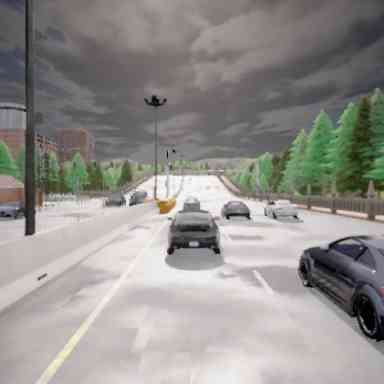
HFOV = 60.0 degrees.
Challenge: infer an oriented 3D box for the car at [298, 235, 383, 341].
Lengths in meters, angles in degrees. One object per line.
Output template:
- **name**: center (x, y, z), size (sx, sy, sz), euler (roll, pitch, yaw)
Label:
- **car**: center (3.571, 1.515, 6.428), size (1.994, 1.385, 4.181), euler (0, 0, 0)

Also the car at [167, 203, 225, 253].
- **car**: center (0.057, 1.421, 13.208), size (1.837, 1.490, 4.892), euler (0, 0, 0)

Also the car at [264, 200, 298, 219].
- **car**: center (7.011, 1.344, 26.460), size (1.812, 1.442, 4.674), euler (0, 0, 0)

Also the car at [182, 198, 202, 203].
- **car**: center (-0.010, 1.334, 33.832), size (2.033, 1.411, 5.357), euler (0, 0, 0)

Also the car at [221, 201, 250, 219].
- **car**: center (3.509, 1.385, 27.168), size (1.994, 1.385, 4.181), euler (0, 0, 0)
